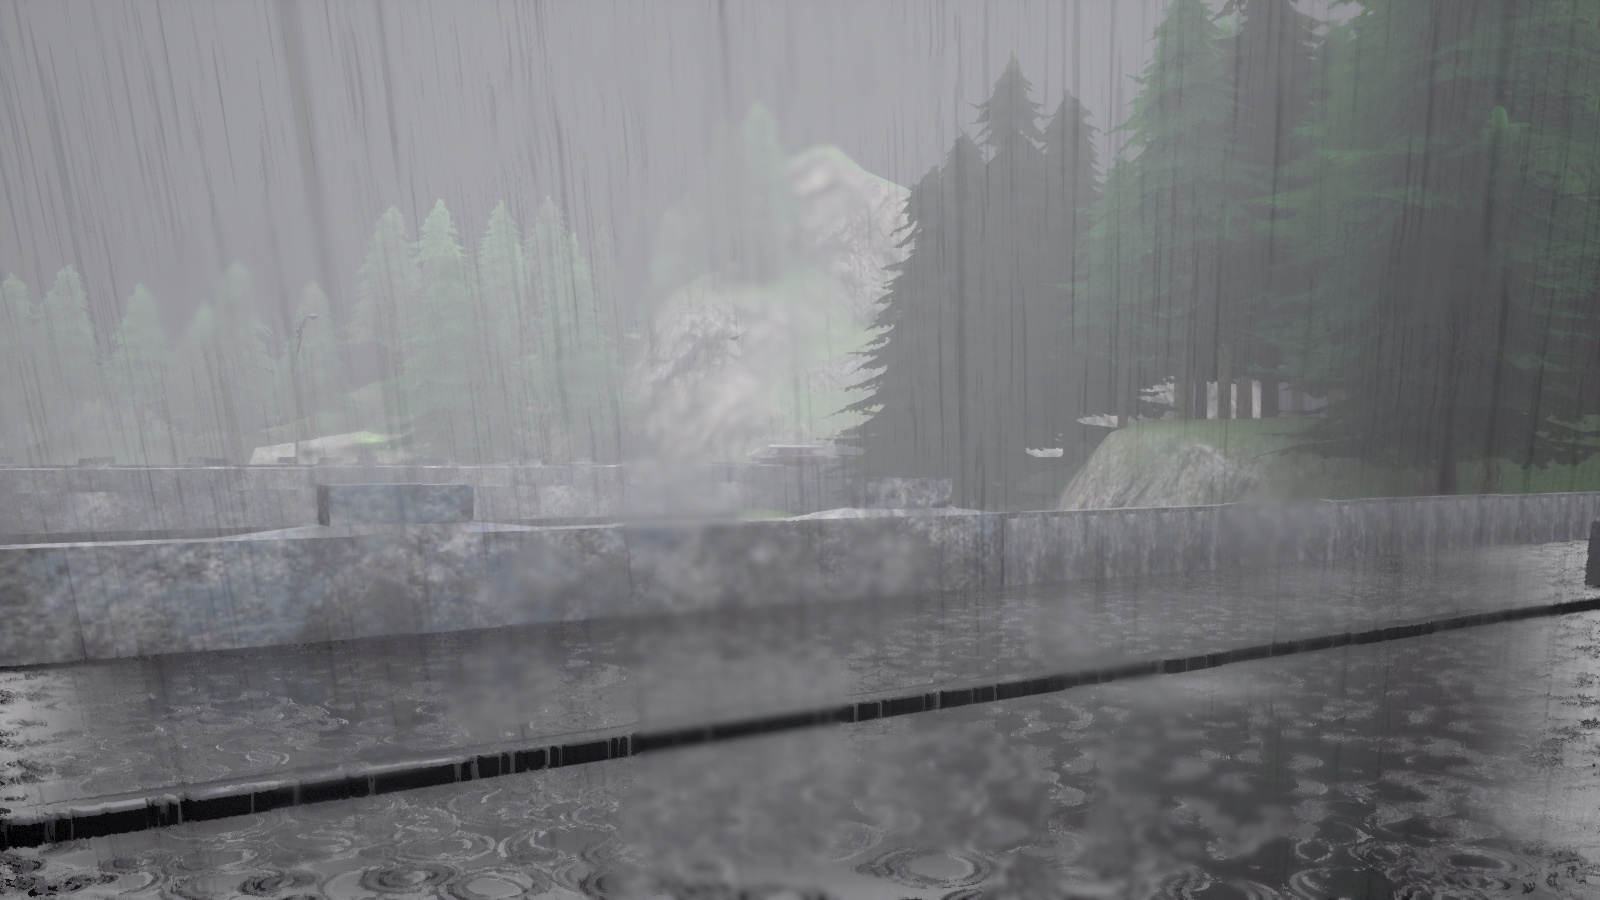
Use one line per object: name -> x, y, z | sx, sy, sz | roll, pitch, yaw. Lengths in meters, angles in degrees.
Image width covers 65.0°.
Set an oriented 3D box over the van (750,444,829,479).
van -> -0.604, 0.680, 73.969 | 4.442, 1.987, 1.775 | 0, 0, -35
